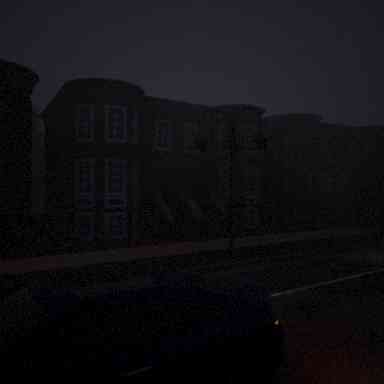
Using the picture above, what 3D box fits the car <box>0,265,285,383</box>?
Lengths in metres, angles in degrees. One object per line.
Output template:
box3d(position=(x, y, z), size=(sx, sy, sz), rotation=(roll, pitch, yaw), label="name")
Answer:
box3d(position=(-1.118, 1.518, 3.057), size=(4.674, 1.442, 1.812), rotation=(0, 0, -35), label="car")
